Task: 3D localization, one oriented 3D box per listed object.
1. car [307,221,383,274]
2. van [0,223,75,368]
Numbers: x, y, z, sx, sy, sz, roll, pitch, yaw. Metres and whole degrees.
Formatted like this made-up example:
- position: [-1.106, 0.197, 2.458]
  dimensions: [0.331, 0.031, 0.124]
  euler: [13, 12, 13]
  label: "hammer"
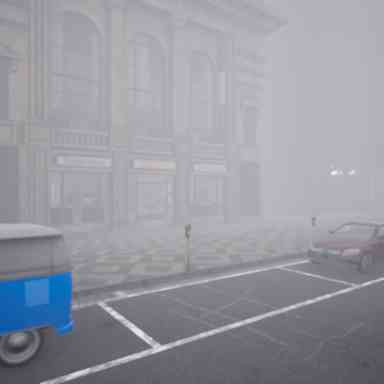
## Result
- position: [5.444, 1.590, 10.545]
  dimensions: [4.206, 1.307, 1.802]
  euler: [0, 0, -35]
  label: "car"
- position: [-3.554, 1.341, 4.131]
  dimensions: [3.998, 1.788, 1.690]
  euler: [0, 0, -35]
  label: "van"
